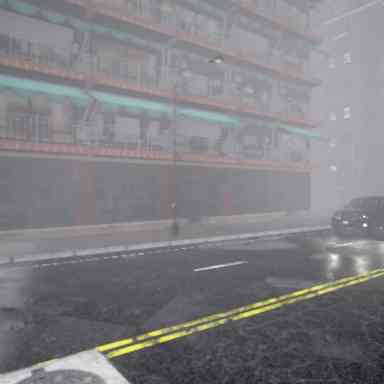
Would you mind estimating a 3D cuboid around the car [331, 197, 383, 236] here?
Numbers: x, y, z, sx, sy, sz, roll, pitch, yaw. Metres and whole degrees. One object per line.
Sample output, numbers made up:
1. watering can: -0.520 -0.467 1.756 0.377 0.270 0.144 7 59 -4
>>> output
1. car: 10.445 1.296 19.520 5.566 2.045 2.150 0 0 -37
